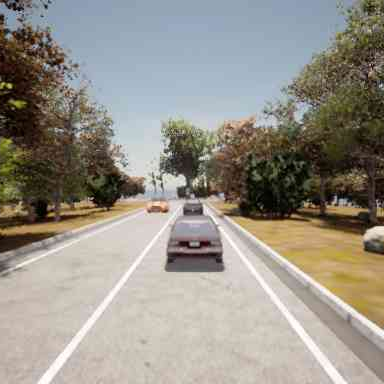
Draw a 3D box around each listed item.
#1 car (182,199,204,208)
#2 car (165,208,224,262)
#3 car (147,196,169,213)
[{"bbox_3d":[0.096,1.431,32.084,2.128,1.511,4.902,0,0,0],"label":"car"},{"bbox_3d":[0.086,1.539,12.086,2.033,1.411,5.357,0,0,0],"label":"car"},{"bbox_3d":[-3.594,1.281,35.722,2.097,1.767,4.553,0,0,0],"label":"car"}]
